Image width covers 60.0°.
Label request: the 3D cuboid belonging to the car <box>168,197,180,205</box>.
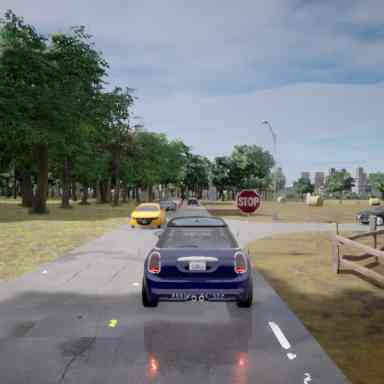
[{"bbox_3d":[-2.820,1.658,38.678,1.994,1.385,4.181,0,0,0],"label":"car"}]

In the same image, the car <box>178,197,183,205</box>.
[{"bbox_3d":[-2.797,1.529,50.874,2.097,1.767,4.553,0,-1,0],"label":"car"}]

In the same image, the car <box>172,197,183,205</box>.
[{"bbox_3d":[-2.756,1.793,65.173,1.837,1.490,4.892,0,-1,1],"label":"car"}]

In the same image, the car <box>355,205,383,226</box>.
[{"bbox_3d":[14.200,1.597,23.558,4.892,1.490,1.837,0,-2,0],"label":"car"}]

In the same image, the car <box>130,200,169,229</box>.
[{"bbox_3d":[-2.836,1.506,22.234,1.882,1.535,5.008,0,0,0],"label":"car"}]

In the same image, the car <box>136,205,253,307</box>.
[{"bbox_3d":[0.104,1.360,8.135,2.097,1.767,4.553,0,0,0],"label":"car"}]

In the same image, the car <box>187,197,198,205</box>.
[{"bbox_3d":[0.135,1.775,63.189,1.837,1.490,4.892,0,0,0],"label":"car"}]
